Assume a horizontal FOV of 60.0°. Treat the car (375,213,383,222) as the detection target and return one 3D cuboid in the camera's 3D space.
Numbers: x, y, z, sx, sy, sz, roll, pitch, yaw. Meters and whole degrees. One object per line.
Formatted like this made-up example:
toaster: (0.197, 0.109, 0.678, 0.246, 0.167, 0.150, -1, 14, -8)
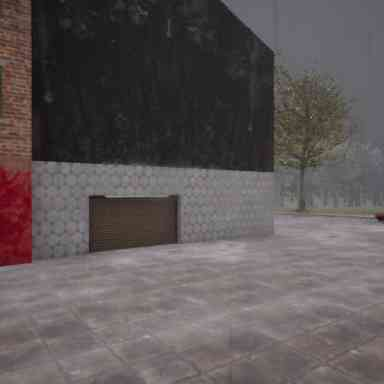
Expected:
car: (15.458, 1.704, 22.949, 1.895, 1.301, 4.718, 0, -1, -35)
